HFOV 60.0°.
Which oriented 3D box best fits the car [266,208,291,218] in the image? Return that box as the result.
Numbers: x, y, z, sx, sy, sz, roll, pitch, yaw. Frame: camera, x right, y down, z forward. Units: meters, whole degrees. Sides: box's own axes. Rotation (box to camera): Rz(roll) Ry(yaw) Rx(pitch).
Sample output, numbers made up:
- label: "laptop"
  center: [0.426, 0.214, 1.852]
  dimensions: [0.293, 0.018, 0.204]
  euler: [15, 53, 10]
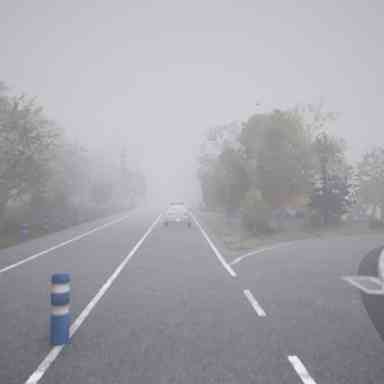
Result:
- label: "car"
  center: [7.662, 1.806, 33.870]
  dimensions: [4.902, 1.511, 2.128]
  euler: [0, -5, 41]

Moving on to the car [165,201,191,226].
- label: "car"
  center: [-1.055, 1.679, 24.845]
  dimensions: [1.812, 1.442, 4.674]
  euler: [1, 0, -2]
